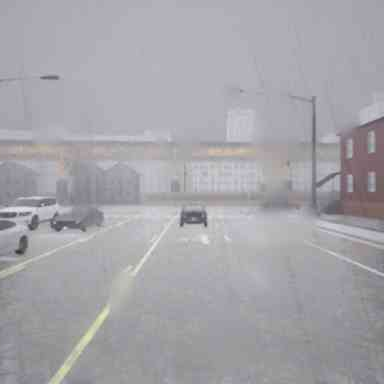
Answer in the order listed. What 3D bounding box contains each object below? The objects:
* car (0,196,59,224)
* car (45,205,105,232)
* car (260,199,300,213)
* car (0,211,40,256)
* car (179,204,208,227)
[{"bbox_3d":[-10.581,1.319,21.968,2.150,2.045,5.566,0,0,-1],"label":"car"},{"bbox_3d":[-7.075,1.642,21.296,2.033,1.411,5.357,0,0,1],"label":"car"},{"bbox_3d":[10.729,1.685,40.376,4.892,1.490,1.837,0,-3,-14],"label":"car"},{"bbox_3d":[-7.086,1.575,11.015,1.812,1.442,4.674,0,0,0],"label":"car"},{"bbox_3d":[0.105,1.583,23.721,1.882,1.535,5.008,0,0,0],"label":"car"}]
